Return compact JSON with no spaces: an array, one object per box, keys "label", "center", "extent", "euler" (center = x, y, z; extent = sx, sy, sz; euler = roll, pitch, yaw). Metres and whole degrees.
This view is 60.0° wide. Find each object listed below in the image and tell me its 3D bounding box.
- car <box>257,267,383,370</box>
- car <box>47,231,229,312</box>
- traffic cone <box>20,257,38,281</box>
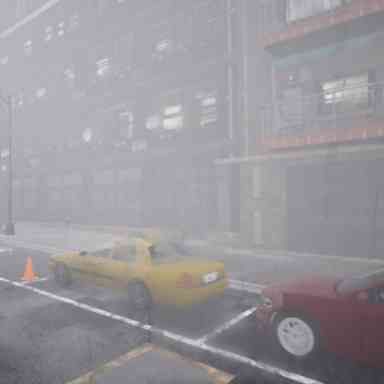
[{"label":"car","center":[3.066,1.613,4.327],"extent":[4.507,1.381,1.887],"euler":[0,-2,37]},{"label":"car","center":[-1.507,1.599,7.734],"extent":[4.829,1.417,1.752],"euler":[0,-2,37]},{"label":"traffic cone","center":[-4.337,2.024,8.894],"extent":[0.340,0.580,0.340],"euler":[0,-1,37]}]
